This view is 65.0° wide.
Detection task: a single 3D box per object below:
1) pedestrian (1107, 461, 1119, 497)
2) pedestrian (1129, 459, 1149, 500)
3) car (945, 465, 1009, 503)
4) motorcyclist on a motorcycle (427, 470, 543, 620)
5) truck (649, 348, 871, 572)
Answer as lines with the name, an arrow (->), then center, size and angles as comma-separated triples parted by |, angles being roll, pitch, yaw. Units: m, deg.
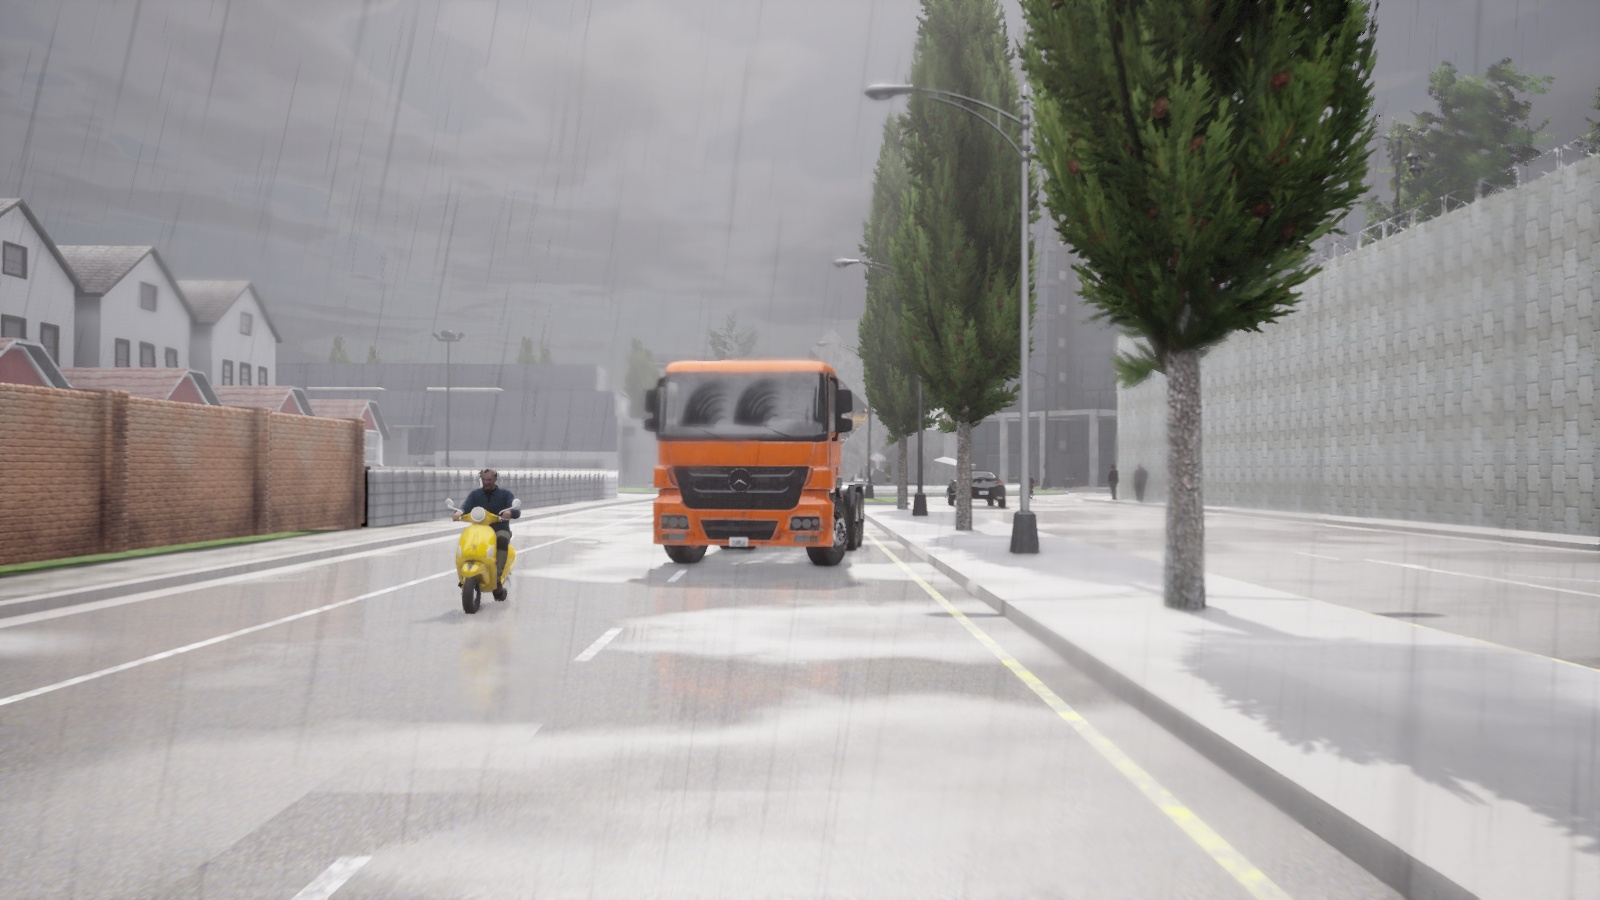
pedestrian -> 15.976, 1.478, 64.030 | 0.431, 1.840, 0.703 | 0, -1, 2
pedestrian -> 16.142, 1.405, 59.734 | 0.659, 1.952, 0.873 | 0, -1, -3
car -> 7.876, 1.505, 56.363 | 2.152, 1.651, 5.027 | 0, -1, 0
motorcyclist on a motorcycle -> -3.536, 1.021, 14.249 | 0.866, 1.590, 1.817 | 0, -1, 0
truck -> -0.420, 0.228, 23.479 | 2.891, 3.462, 7.936 | 0, -1, 7
